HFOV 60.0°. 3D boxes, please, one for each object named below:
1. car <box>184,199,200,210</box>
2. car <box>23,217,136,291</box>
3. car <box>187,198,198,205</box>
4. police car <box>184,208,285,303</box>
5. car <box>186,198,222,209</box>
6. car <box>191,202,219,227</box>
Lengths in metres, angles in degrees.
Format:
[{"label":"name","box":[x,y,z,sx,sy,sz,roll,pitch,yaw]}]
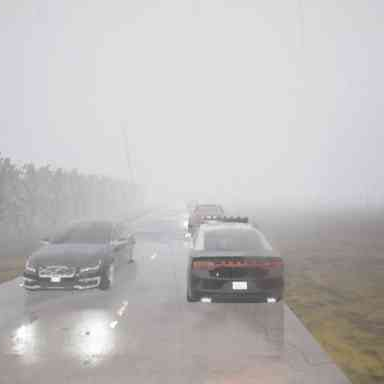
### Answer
[{"label":"car","box":[0.098,1.684,46.001,2.033,1.411,5.357,0,0,1]},{"label":"car","box":[-2.736,1.512,9.122,1.837,1.490,4.892,0,0,0]},{"label":"car","box":[0.097,1.791,63.349,1.994,1.385,4.181,0,0,0]},{"label":"police car","box":[0.837,1.431,8.387,1.930,1.638,5.238,0,0,0]},{"label":"car","box":[0.852,1.377,18.249,2.097,1.767,4.553,0,0,0]},{"label":"car","box":[0.862,1.548,24.279,1.837,1.490,4.892,0,0,0]}]
